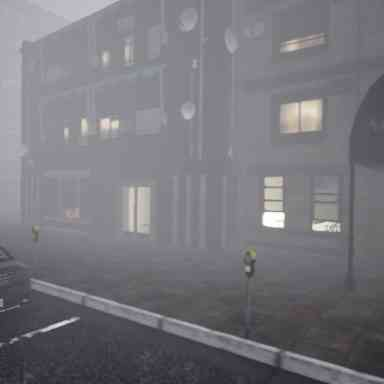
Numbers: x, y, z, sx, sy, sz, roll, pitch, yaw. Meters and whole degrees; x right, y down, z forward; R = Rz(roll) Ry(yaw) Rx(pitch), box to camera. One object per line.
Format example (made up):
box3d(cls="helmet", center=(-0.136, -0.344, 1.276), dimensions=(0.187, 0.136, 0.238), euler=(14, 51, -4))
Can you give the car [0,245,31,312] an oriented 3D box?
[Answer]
box3d(cls="car", center=(-4.871, 1.534, 6.491), dimensions=(4.403, 1.369, 2.008), euler=(0, 1, 36))
